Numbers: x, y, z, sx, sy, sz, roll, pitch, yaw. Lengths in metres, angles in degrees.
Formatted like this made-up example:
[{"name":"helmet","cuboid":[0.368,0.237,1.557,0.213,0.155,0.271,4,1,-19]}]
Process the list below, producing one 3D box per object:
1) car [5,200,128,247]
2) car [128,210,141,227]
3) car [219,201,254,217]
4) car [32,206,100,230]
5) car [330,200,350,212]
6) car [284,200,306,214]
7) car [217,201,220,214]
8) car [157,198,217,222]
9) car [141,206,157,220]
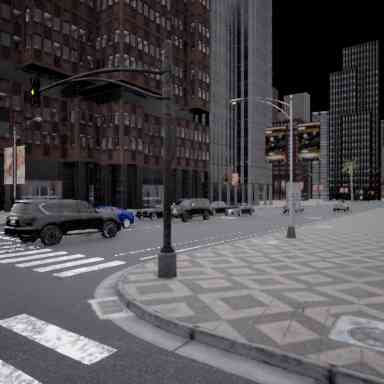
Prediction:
[{"name":"car","cuboid":[-6.082,1.395,16.382,2.150,2.045,5.566,0,-1,35]},{"name":"car","cuboid":[-6.086,1.717,22.350,1.882,1.535,5.008,0,-1,35]},{"name":"car","cuboid":[5.612,2.027,38.935,2.128,1.511,4.902,0,-1,35]},{"name":"car","cuboid":[-8.951,1.794,23.922,1.994,1.385,4.181,0,-1,36]},{"name":"car","cuboid":[24.183,2.430,53.678,2.033,1.411,5.357,0,-1,34]},{"name":"car","cuboid":[13.854,2.183,44.670,1.837,1.490,4.892,0,-1,35]},{"name":"car","cuboid":[2.542,1.872,40.226,2.097,1.767,4.553,0,-1,35]},{"name":"car","cuboid":[-0.312,1.607,30.543,2.150,2.045,5.566,0,-1,35]},{"name":"car","cuboid":[-3.281,1.974,31.975,1.895,1.301,4.718,0,-1,35]}]
